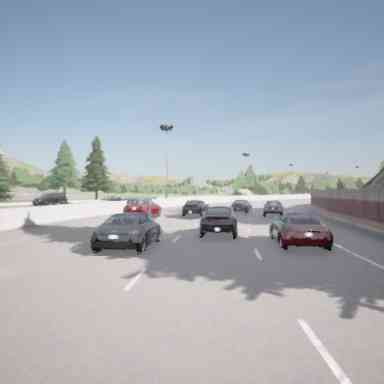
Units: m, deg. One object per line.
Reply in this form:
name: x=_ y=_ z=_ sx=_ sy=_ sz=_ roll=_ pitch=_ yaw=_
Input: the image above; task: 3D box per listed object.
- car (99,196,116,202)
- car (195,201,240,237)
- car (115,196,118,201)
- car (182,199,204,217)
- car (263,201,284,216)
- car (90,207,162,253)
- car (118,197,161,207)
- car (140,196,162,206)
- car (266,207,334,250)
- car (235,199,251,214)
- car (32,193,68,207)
car: x=-13.772 y=1.368 z=56.435 sx=2.128 sy=1.511 sz=4.902 roll=0 pitch=0 yaw=21
car: x=1.511 y=1.484 z=17.882 sx=1.837 sy=1.490 sz=4.892 roll=0 pitch=0 yaw=8
car: x=-10.283 y=1.490 z=55.807 sx=1.895 sy=1.301 sz=4.718 roll=0 pitch=0 yaw=22
car: x=0.402 y=1.462 z=30.872 sx=1.837 sy=1.490 sz=4.892 roll=0 pitch=0 yaw=13
car: x=7.844 y=1.525 z=32.029 sx=2.033 sy=1.411 sz=5.357 roll=0 pitch=0 yaw=15
car: x=-2.539 y=1.537 z=13.609 sx=1.994 sy=1.385 sz=4.181 roll=0 pitch=0 yaw=6
car: x=-3.963 y=1.301 z=27.235 sx=2.097 sy=1.767 sz=4.553 roll=0 pitch=0 yaw=11
car: x=-6.742 y=1.465 z=55.197 sx=1.994 sy=1.385 sz=4.181 roll=0 pitch=0 yaw=22
car: x=4.584 y=1.557 z=14.403 sx=1.994 sy=1.385 sz=4.181 roll=0 pitch=0 yaw=6
car: x=5.230 y=1.491 z=35.559 sx=1.812 sy=1.442 sz=4.674 roll=0 pitch=0 yaw=16
car: x=-20.424 y=1.094 z=48.078 sx=2.150 sy=2.045 sz=5.566 roll=0 pitch=0 yaw=18
